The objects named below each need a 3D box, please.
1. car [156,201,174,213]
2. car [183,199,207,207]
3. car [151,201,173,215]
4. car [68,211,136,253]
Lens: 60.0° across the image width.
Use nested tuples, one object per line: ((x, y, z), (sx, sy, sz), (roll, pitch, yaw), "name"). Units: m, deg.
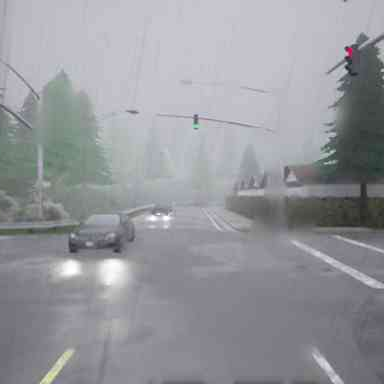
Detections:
((-3.499, 1.889, 43.078), (1.994, 1.385, 4.181), (0, 0, 0), "car")
((0.555, 1.963, 61.024), (4.902, 1.511, 2.128), (1, -1, -41), "car")
((-3.589, 1.904, 38.100), (1.895, 1.301, 4.718), (0, 0, 0), "car")
((-3.498, 1.525, 13.717), (1.812, 1.442, 4.674), (0, 0, 0), "car")
